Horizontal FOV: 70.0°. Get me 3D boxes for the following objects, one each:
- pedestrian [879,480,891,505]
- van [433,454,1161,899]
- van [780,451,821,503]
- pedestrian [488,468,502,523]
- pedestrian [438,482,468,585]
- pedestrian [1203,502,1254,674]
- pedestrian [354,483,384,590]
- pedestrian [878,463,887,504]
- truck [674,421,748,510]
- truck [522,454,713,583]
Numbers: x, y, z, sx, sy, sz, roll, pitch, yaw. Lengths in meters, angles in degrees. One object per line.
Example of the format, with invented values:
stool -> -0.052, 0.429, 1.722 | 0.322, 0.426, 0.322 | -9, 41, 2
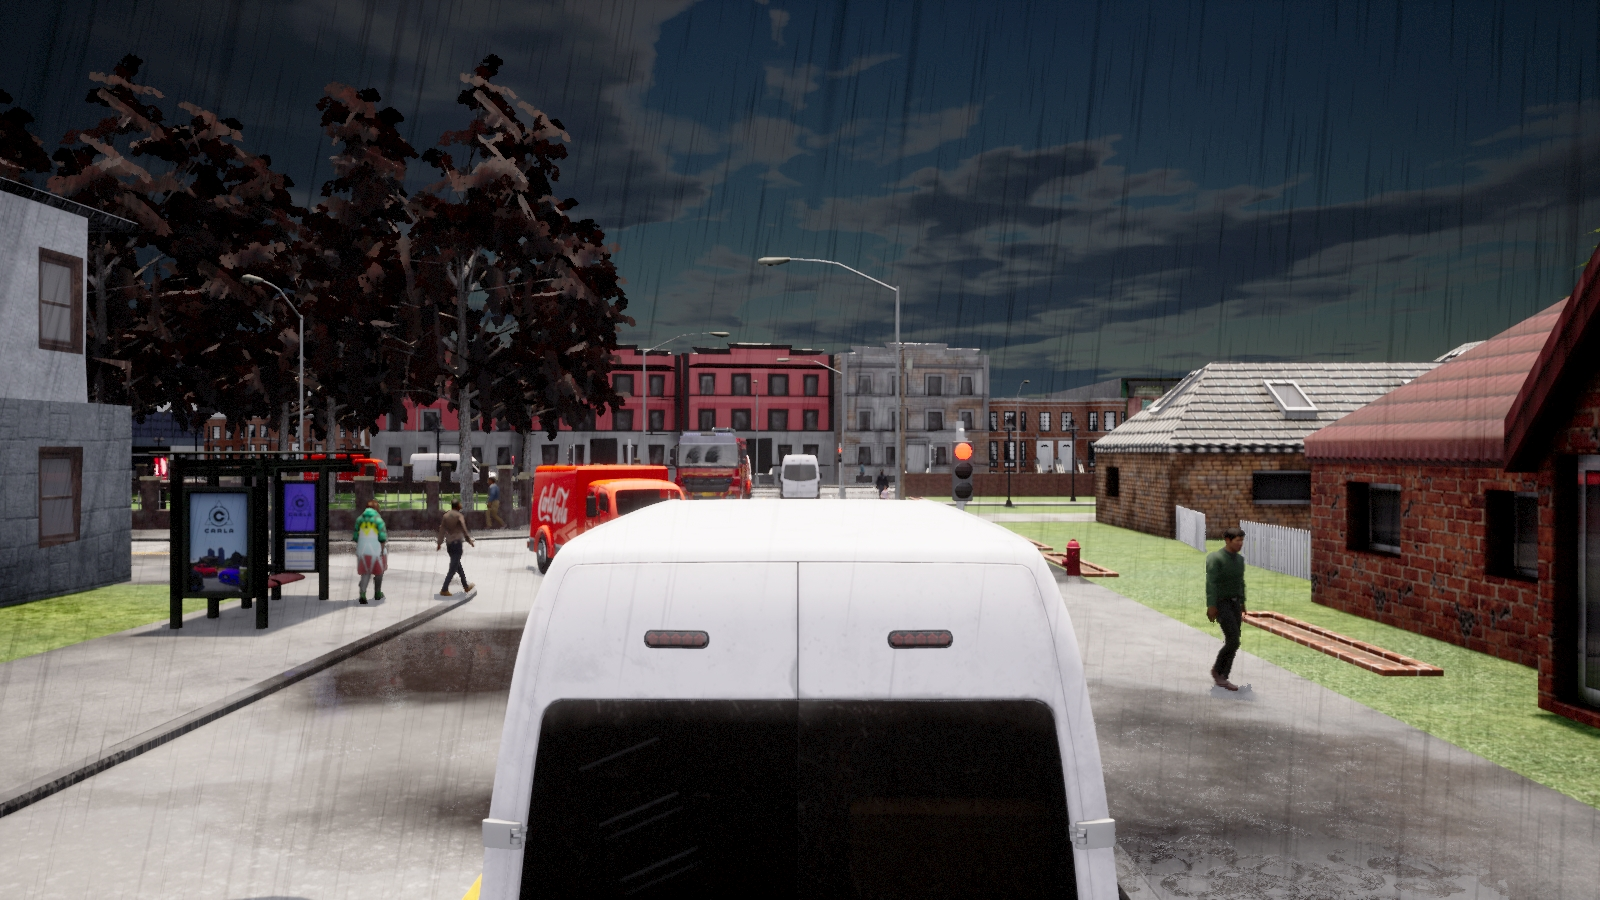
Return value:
pedestrian -> 3.843, 1.904, 51.698 | 0.500, 1.100, 0.500 | 0, 0, -5
van -> -0.009, 1.315, 6.082 | 1.988, 2.561, 5.915 | 0, 0, 0
van -> -0.005, 1.314, 58.414 | 1.988, 2.561, 5.915 | 0, 0, 0
pedestrian -> -10.280, 1.526, 38.485 | 0.375, 1.860, 0.375 | 0, 0, -3
pedestrian -> -6.348, 1.517, 20.899 | 0.375, 1.860, 0.375 | 0, 0, 29
pedestrian -> 4.777, 1.523, 12.742 | 0.375, 1.860, 0.375 | 0, 0, -23
pedestrian -> -7.593, 1.516, 20.128 | 0.375, 1.860, 0.375 | 0, 0, 3
pedestrian -> 3.790, 1.524, 52.421 | 0.375, 1.860, 0.375 | 0, 0, 10
truck -> -4.049, 0.670, 53.739 | 2.891, 3.827, 8.468 | 0, 0, 0
truck -> -4.161, 1.345, 25.213 | 2.627, 2.467, 5.204 | 0, 0, -28
